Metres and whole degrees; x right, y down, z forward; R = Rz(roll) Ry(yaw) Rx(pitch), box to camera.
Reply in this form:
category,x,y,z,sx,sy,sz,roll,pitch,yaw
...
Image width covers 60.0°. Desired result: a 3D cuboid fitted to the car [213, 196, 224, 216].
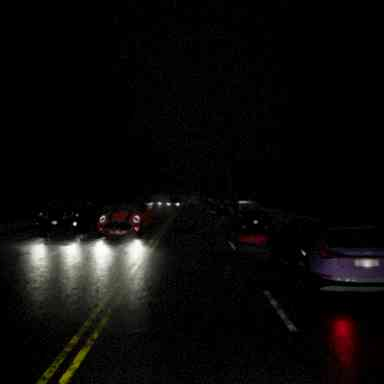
category,x,y,z,sx,sy,sz,roll,pitch,yaw
car,3.248,1.372,30.441,1.994,1.385,4.181,0,0,0

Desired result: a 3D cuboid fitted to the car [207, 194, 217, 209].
category,x,y,z,sx,sy,sz,roll,pitch,yaw
car,3.247,1.316,41.442,1.994,1.385,4.181,0,0,0

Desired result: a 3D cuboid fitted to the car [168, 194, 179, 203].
category,x,y,z,sx,sy,sz,roll,pitch,yaw
car,-3.294,1.152,59.627,1.882,1.535,5.008,0,0,1

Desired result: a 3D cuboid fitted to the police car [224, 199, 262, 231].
category,x,y,z,sx,sy,sz,roll,pitch,yaw
police car,3.249,1.294,19.550,1.930,1.638,5.238,0,0,0

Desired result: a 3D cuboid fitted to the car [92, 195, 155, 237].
category,x,y,z,sx,sy,sz,roll,pitch,yaw
car,-3.351,1.235,17.261,2.097,1.767,4.553,0,0,0

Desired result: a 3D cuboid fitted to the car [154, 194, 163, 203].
category,x,y,z,sx,sy,sz,roll,pitch,yaw
car,-6.533,1.195,61.361,1.812,1.442,4.674,0,0,1

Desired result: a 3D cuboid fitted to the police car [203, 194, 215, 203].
category,x,y,z,sx,sy,sz,roll,pitch,yaw
police car,3.246,1.168,63.444,2.038,1.542,4.974,0,0,0

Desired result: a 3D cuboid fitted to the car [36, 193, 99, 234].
category,x,y,z,sx,sy,sz,roll,pitch,yaw
car,-6.601,1.096,18.740,2.150,2.045,5.566,0,0,0

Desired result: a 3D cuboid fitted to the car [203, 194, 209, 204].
category,x,y,z,sx,sy,sz,roll,pitch,yaw
car,3.246,1.133,52.442,2.033,1.649,4.856,0,0,0

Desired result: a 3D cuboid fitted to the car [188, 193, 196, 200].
category,x,y,z,sx,sy,sz,roll,pitch,yaw
car,-0.005,1.012,72.740,2.128,1.511,4.902,0,0,0

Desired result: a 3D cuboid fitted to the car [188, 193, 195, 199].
category,x,y,z,sx,sy,sz,roll,pitch,yaw
car,-0.006,0.981,89.477,1.837,1.490,4.892,0,0,0

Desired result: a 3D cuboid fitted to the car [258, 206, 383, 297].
category,x,y,z,sx,sy,sz,roll,pitch,yaw
car,3.250,1.371,8.440,2.033,1.649,4.856,0,0,0
